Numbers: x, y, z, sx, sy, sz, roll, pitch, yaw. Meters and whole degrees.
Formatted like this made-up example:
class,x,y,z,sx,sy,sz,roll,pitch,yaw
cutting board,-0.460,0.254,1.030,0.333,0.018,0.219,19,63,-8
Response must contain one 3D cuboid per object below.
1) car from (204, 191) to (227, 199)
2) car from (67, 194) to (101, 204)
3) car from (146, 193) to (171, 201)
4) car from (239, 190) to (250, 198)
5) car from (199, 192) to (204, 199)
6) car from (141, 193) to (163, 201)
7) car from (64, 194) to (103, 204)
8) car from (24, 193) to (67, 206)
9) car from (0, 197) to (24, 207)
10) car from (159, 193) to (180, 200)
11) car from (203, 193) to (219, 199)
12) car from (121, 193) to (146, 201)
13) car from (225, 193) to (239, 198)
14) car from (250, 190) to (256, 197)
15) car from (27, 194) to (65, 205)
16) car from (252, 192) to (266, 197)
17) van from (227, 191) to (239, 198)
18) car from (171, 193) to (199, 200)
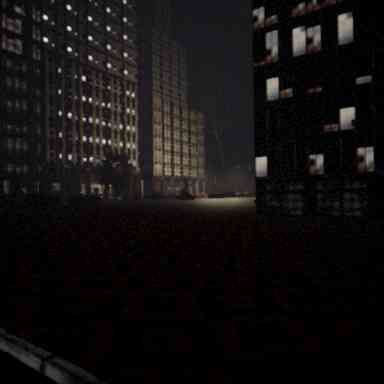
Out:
class,x,y,z,sx,sy,sz,roll,pitch,yaw
car,5.099,0.690,70.611,1.967,1.590,4.097,-1,0,35
car,-14.017,0.986,43.094,1.802,1.307,4.206,-1,0,35
car,-6.888,0.609,62.707,2.033,1.411,5.357,-1,-1,35
car,11.510,0.642,79.757,1.967,1.590,4.097,-1,0,35
car,1.660,0.828,79.762,1.967,1.590,4.097,-1,0,35
car,-7.907,1.004,65.974,1.887,1.381,4.507,-1,0,35
car,-16.102,1.040,49.578,2.033,1.411,5.357,-1,-1,35
car,-17.203,0.873,38.506,1.967,1.590,4.097,-1,0,35
car,-20.289,0.986,34.057,1.752,1.417,4.829,-1,0,35
car,-4.717,0.986,70.570,2.008,1.369,4.403,-1,0,35
car,4.851,0.909,84.358,1.887,1.381,4.507,-1,0,35
car,-11.098,0.925,61.379,1.967,1.590,4.097,-1,0,35
car,11.229,0.864,93.549,1.887,1.381,4.507,-1,0,35
car,14.715,0.494,84.330,2.192,1.841,5.009,-1,0,35
car,-20.761,1.092,47.452,1.752,1.417,4.829,-1,0,35
car,17.940,0.722,88.891,1.947,1.339,4.313,-1,0,35
van,8.309,0.567,75.180,1.690,1.788,3.998,-1,0,35
car,-1.176,0.823,61.578,1.752,1.417,4.829,-1,0,35
